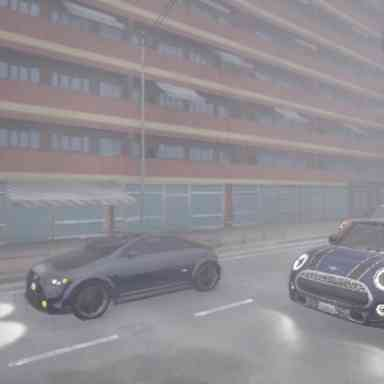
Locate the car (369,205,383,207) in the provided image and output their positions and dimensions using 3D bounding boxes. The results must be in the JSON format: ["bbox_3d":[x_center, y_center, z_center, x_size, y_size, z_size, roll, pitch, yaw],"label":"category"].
[{"bbox_3d":[8.264,1.354,14.198,4.553,1.767,2.097,0,0,-35],"label":"car"}]

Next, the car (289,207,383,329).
[{"bbox_3d":[4.091,1.353,6.911,4.553,1.767,2.097,0,0,-36],"label":"car"}]

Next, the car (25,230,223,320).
[{"bbox_3d":[-1.331,1.567,7.357,4.181,1.385,1.994,0,0,-36],"label":"car"}]
